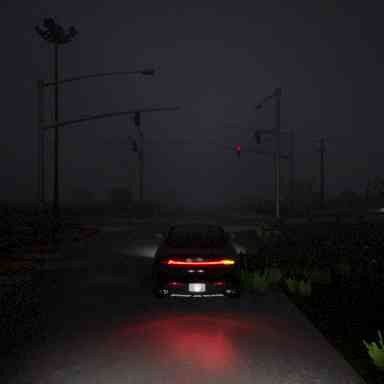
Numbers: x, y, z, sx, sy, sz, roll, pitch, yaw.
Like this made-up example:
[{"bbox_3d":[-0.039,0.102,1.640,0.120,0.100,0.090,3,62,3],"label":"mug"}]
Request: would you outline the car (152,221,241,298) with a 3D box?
[{"bbox_3d":[0.093,1.505,8.522,1.837,1.490,4.892,0,0,0],"label":"car"}]
